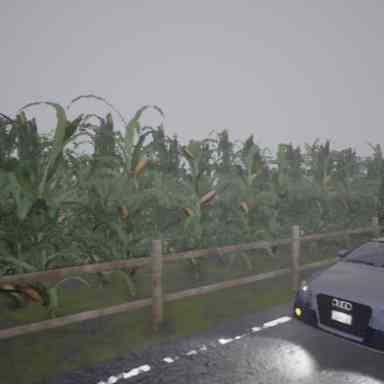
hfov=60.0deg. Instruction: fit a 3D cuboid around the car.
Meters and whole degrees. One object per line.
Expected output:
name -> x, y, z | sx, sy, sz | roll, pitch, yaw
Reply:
car -> 3.658, 1.537, 5.774 | 4.181, 1.385, 1.994 | 0, 0, -37
